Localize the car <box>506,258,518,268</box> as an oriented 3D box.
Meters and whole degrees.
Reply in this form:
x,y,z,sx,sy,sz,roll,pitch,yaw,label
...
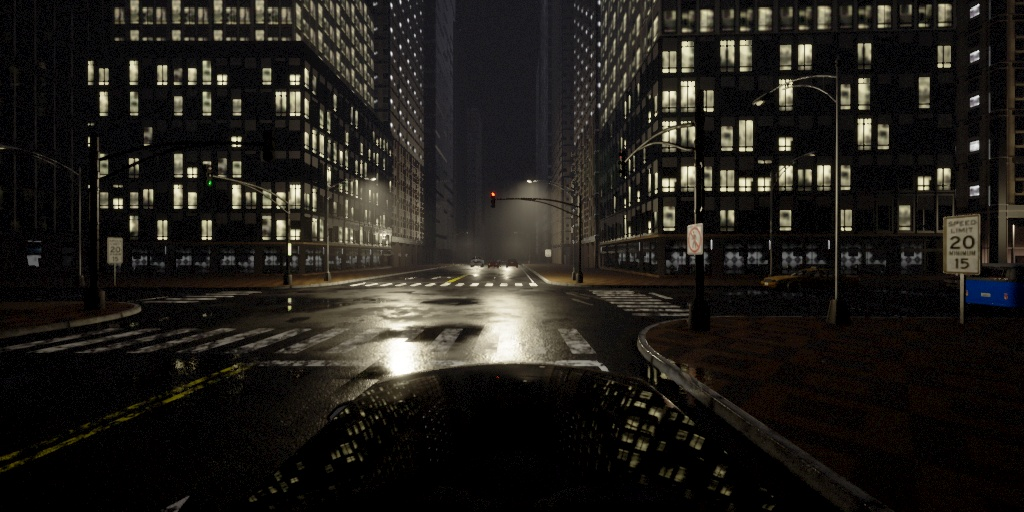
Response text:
x,y,z,sx,sy,sz,roll,pitch,yaw,label
0.011,1.212,63.577,2.097,1.767,4.553,0,0,0,car

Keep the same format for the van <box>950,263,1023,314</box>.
x,y,z,sx,sy,sz,roll,pitch,yaw,label
18.360,1.119,12.431,3.998,1.789,1.690,0,0,2,van

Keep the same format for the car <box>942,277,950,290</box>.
x,y,z,sx,sy,sz,roll,pitch,yaw,label
26.925,1.356,20.117,4.207,1.307,1.802,0,0,2,car

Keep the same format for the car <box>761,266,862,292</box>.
x,y,z,sx,sy,sz,roll,pitch,yaw,label
17.091,1.293,20.603,4.829,1.417,1.751,0,0,2,car

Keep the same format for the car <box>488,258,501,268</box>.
x,y,z,sx,sy,sz,roll,pitch,yaw,label
-3.240,1.460,63.220,1.895,1.301,4.718,0,0,0,car
